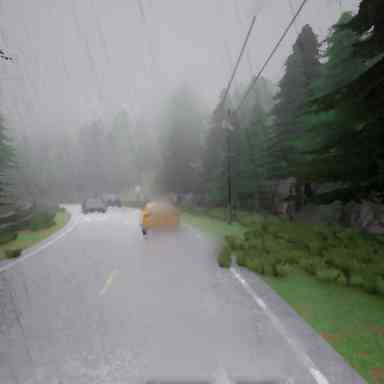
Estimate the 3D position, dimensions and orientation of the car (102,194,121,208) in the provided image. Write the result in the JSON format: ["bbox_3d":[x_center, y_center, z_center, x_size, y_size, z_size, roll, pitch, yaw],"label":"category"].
[{"bbox_3d":[-10.273,0.979,40.341,2.097,1.767,4.553,-1,1,-30],"label":"car"}]

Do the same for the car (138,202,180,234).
[{"bbox_3d":[-1.859,1.297,18.132,1.882,1.535,5.008,0,0,-11],"label":"car"}]

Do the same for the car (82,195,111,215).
[{"bbox_3d":[-8.961,1.273,30.244,2.033,1.411,5.357,0,1,-21],"label":"car"}]
